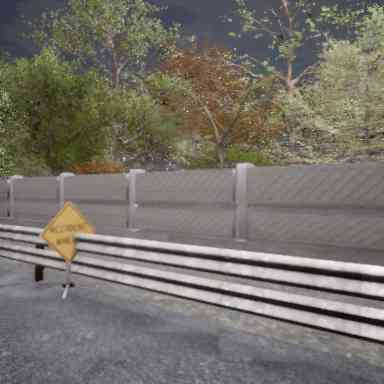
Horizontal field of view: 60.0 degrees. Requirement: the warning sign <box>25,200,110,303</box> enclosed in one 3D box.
[{"bbox_3d":[-2.608,1.130,7.017,1.060,1.860,1.300,0,0,36],"label":"warning sign"}]
